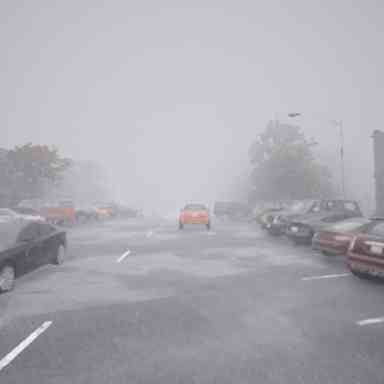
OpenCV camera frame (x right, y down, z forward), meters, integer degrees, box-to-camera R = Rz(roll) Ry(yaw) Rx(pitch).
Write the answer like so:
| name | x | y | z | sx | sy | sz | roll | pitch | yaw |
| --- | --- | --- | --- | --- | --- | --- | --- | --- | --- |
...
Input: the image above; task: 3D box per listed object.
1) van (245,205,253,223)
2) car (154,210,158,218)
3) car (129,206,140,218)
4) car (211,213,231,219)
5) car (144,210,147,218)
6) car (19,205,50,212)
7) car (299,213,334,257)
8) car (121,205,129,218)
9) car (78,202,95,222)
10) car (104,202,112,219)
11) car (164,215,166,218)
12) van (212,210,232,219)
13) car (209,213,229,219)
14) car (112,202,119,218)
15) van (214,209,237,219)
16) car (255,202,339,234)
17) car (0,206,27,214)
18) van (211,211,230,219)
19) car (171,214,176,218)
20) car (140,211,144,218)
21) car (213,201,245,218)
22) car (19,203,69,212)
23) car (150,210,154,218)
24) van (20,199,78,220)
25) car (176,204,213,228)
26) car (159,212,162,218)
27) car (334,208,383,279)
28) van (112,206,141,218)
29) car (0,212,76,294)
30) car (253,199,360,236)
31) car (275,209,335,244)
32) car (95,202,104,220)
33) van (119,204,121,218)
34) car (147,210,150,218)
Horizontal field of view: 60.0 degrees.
| name | x | y | z | sx | sy | sz | roll | pitch | yaw |
| --- | --- | --- | --- | --- | --- | --- | --- | --- | --- |
| van | 6.372 | 1.521 | 23.556 | 4.442 | 1.987 | 1.878 | 1 | -2 | -20 |
| car | -10.655 | 5.053 | 72.710 | 4.892 | 1.521 | 2.231 | 1 | -5 | -19 |
| car | -11.037 | 2.826 | 49.359 | 5.566 | 2.045 | 2.435 | 1 | -5 | -19 |
| car | 7.352 | 6.075 | 84.015 | 4.674 | 1.452 | 2.002 | 3 | -6 | -19 |
| car | -10.949 | 3.844 | 58.087 | 4.792 | 1.488 | 2.163 | 1 | -5 | -19 |
| car | -11.358 | 1.706 | 20.094 | 4.674 | 1.452 | 2.002 | 0 | -1 | -20 |
| car | 6.416 | 1.612 | 11.622 | 4.674 | 1.452 | 2.002 | 1 | -1 | -20 |
| car | -11.129 | 2.633 | 43.477 | 4.892 | 1.521 | 2.231 | 0 | -3 | -19 |
| car | -11.299 | 1.880 | 28.876 | 5.008 | 1.535 | 2.097 | 0 | -2 | -20 |
| car | -11.410 | 2.117 | 34.656 | 5.366 | 1.575 | 1.946 | 0 | -3 | -19 |
| car | -10.343 | 6.572 | 90.242 | 5.008 | 1.535 | 2.097 | 1 | -5 | -19 |
| van | 7.198 | 5.551 | 81.059 | 4.442 | 1.987 | 1.878 | 3 | -5 | -19 |
| car | 7.506 | 6.808 | 92.813 | 4.892 | 1.521 | 2.231 | 3 | -6 | -19 |
| car | -11.214 | 2.273 | 37.643 | 4.892 | 1.521 | 2.231 | 0 | -3 | -19 |
| van | 6.986 | 4.546 | 69.328 | 4.442 | 1.987 | 1.878 | 2 | -5 | -19 |
| car | 6.496 | 1.567 | 20.612 | 4.553 | 1.767 | 2.185 | 1 | -1 | -20 |
| car | -11.373 | 1.660 | 17.156 | 4.674 | 1.452 | 2.002 | -1 | -1 | -20 |
| van | 7.521 | 6.072 | 87.008 | 4.442 | 1.987 | 1.878 | 3 | -6 | -19 |
| car | -3.902 | 6.762 | 91.920 | 2.128 | 1.511 | 4.902 | 0 | -5 | 1 |
| car | -10.842 | 3.320 | 52.316 | 5.366 | 1.575 | 1.946 | 1 | -5 | -19 |
| car | 5.168 | 2.150 | 42.594 | 5.566 | 2.045 | 2.150 | -1 | -5 | -43 |
| car | -11.308 | 1.748 | 23.028 | 4.792 | 1.488 | 2.163 | 0 | -1 | -20 |
| car | -10.943 | 4.549 | 66.804 | 5.366 | 1.575 | 1.946 | 1 | -5 | -19 |
| van | -11.428 | 1.564 | 25.914 | 4.442 | 1.987 | 1.878 | 0 | -1 | -20 |
| car | 0.197 | 1.620 | 24.177 | 2.097 | 1.767 | 4.553 | 0 | -1 | 0 |
| car | -10.588 | 5.302 | 78.564 | 5.566 | 2.045 | 2.435 | 1 | -5 | -19 |
| car | 6.382 | 1.418 | 8.623 | 4.553 | 1.767 | 2.185 | 1 | -1 | -20 |
| van | -10.864 | 3.345 | 55.240 | 4.442 | 1.987 | 1.878 | 1 | -5 | -19 |
| car | -5.077 | 1.529 | 9.105 | 1.882 | 1.535 | 5.008 | 0 | 0 | 0 |
| car | 6.429 | 1.395 | 17.593 | 5.566 | 2.045 | 2.435 | 1 | -1 | -20 |
| car | 6.460 | 1.636 | 14.627 | 4.792 | 1.488 | 2.163 | 1 | -1 | -20 |
| car | -11.272 | 1.991 | 31.801 | 4.892 | 1.521 | 2.231 | 0 | -2 | -20 |
| van | -11.285 | 2.216 | 40.536 | 4.442 | 1.987 | 1.878 | 0 | -3 | -19 |
| car | -11.049 | 4.056 | 60.965 | 5.366 | 1.575 | 1.946 | 1 | -5 | -19 |
